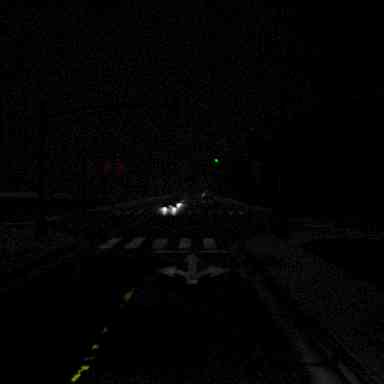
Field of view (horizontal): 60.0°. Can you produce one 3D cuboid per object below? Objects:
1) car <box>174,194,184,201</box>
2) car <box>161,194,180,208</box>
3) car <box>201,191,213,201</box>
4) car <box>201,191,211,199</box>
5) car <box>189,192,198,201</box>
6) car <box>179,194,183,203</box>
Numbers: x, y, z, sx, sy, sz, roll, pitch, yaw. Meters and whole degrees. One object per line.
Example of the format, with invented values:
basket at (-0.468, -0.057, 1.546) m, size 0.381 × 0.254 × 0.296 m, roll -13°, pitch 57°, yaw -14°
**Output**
car at (-2.995, 1.188, 76.033) m, size 2.033 × 1.411 × 5.357 m, roll 0°, pitch 0°, yaw 0°
car at (-3.023, 1.373, 45.285) m, size 1.994 × 1.385 × 4.181 m, roll 0°, pitch 0°, yaw -1°
car at (3.511, 1.033, 72.450) m, size 2.097 × 1.767 × 4.553 m, roll 0°, pitch 0°, yaw 0°
car at (3.494, 0.695, 82.516) m, size 2.150 × 2.045 × 5.566 m, roll 0°, pitch 0°, yaw 0°
car at (0.261, 1.229, 72.476) m, size 1.994 × 1.385 × 4.181 m, roll 0°, pitch 0°, yaw 0°
car at (-3.006, 1.231, 60.429) m, size 2.128 × 1.511 × 4.902 m, roll 0°, pitch 0°, yaw 0°
